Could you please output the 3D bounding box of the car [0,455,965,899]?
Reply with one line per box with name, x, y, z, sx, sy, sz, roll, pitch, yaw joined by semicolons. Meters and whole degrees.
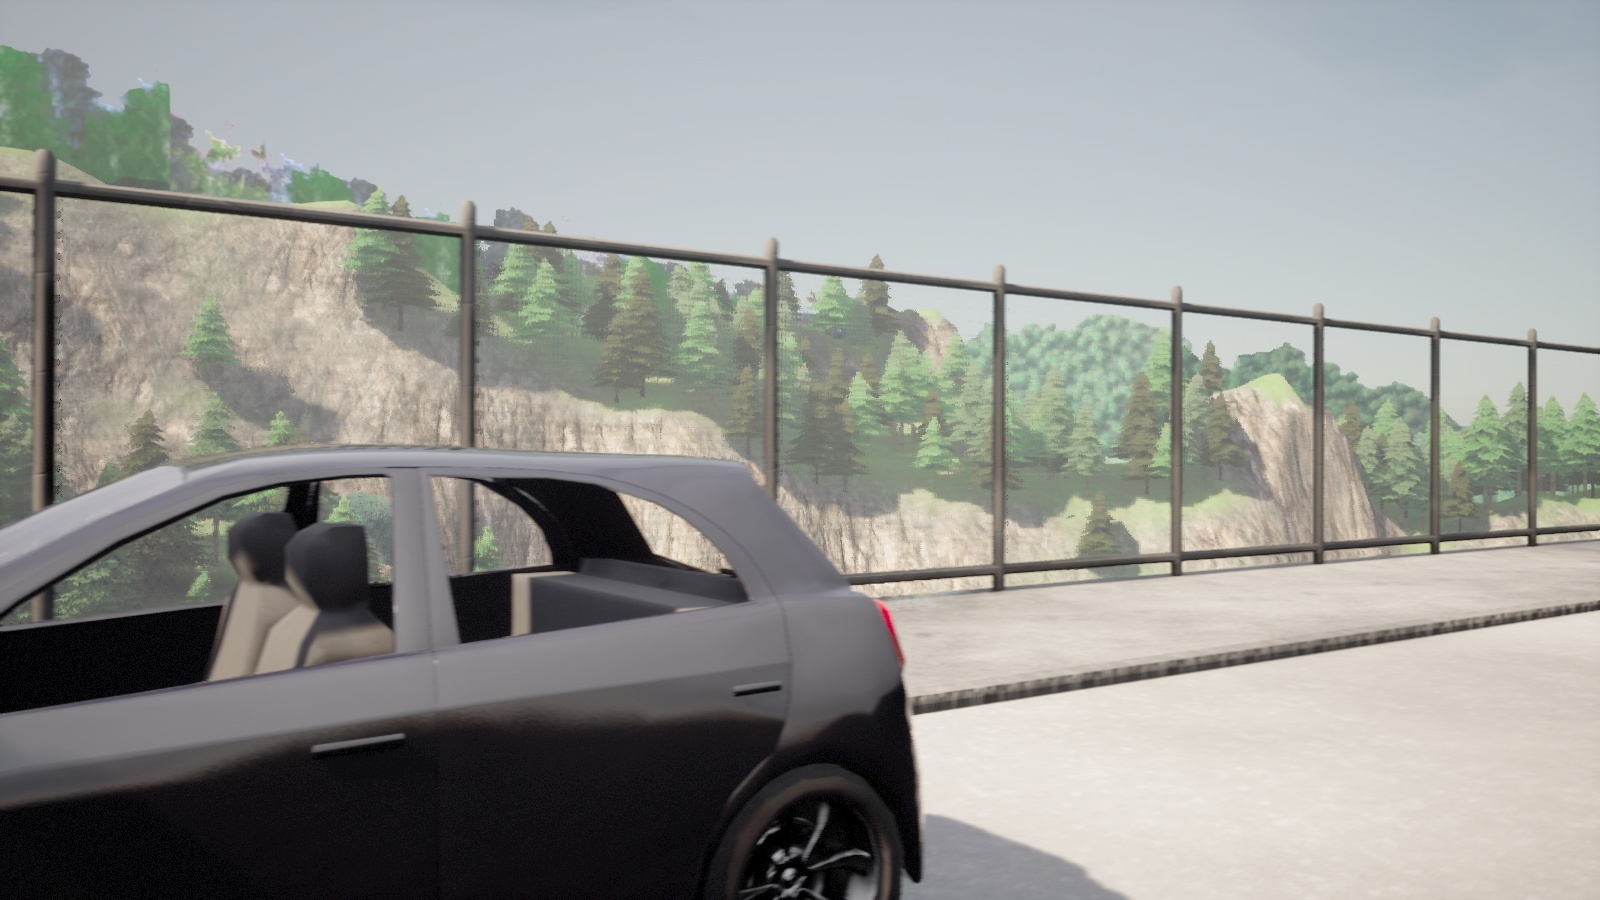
car;-1.566;0.770;3.178;3.633;1.501;1.845;0;0;-35
